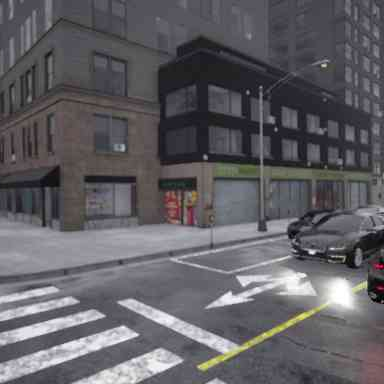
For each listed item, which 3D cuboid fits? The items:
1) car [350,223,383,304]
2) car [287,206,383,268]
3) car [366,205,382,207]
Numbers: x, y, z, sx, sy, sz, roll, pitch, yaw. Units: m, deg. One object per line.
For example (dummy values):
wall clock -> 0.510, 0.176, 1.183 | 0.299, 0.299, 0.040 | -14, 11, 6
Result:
car -> 5.318, 1.455, 6.986 | 4.892, 1.490, 1.837 | -1, 0, -43
car -> 5.181, 1.437, 11.076 | 4.892, 1.490, 1.837 | -1, 0, -43
car -> 10.308, 1.440, 19.298 | 4.206, 1.307, 1.802 | -1, 0, -43
